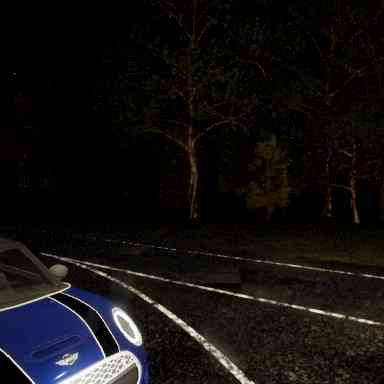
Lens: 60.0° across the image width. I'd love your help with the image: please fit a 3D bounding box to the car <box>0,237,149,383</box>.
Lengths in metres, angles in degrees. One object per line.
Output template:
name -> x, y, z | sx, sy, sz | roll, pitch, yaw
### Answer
car -> -2.644, 1.338, 3.762 | 4.553, 1.767, 2.097 | 1, 0, 35
